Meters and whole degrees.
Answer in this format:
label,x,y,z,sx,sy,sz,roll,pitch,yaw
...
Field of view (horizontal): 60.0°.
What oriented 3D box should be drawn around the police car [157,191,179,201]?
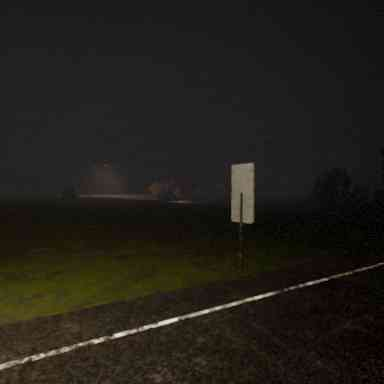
label,x,y,z,sx,sy,sz,roll,pitch,yaw
police car,-3.955,0.682,55.361,2.038,1.542,4.974,1,0,-32
